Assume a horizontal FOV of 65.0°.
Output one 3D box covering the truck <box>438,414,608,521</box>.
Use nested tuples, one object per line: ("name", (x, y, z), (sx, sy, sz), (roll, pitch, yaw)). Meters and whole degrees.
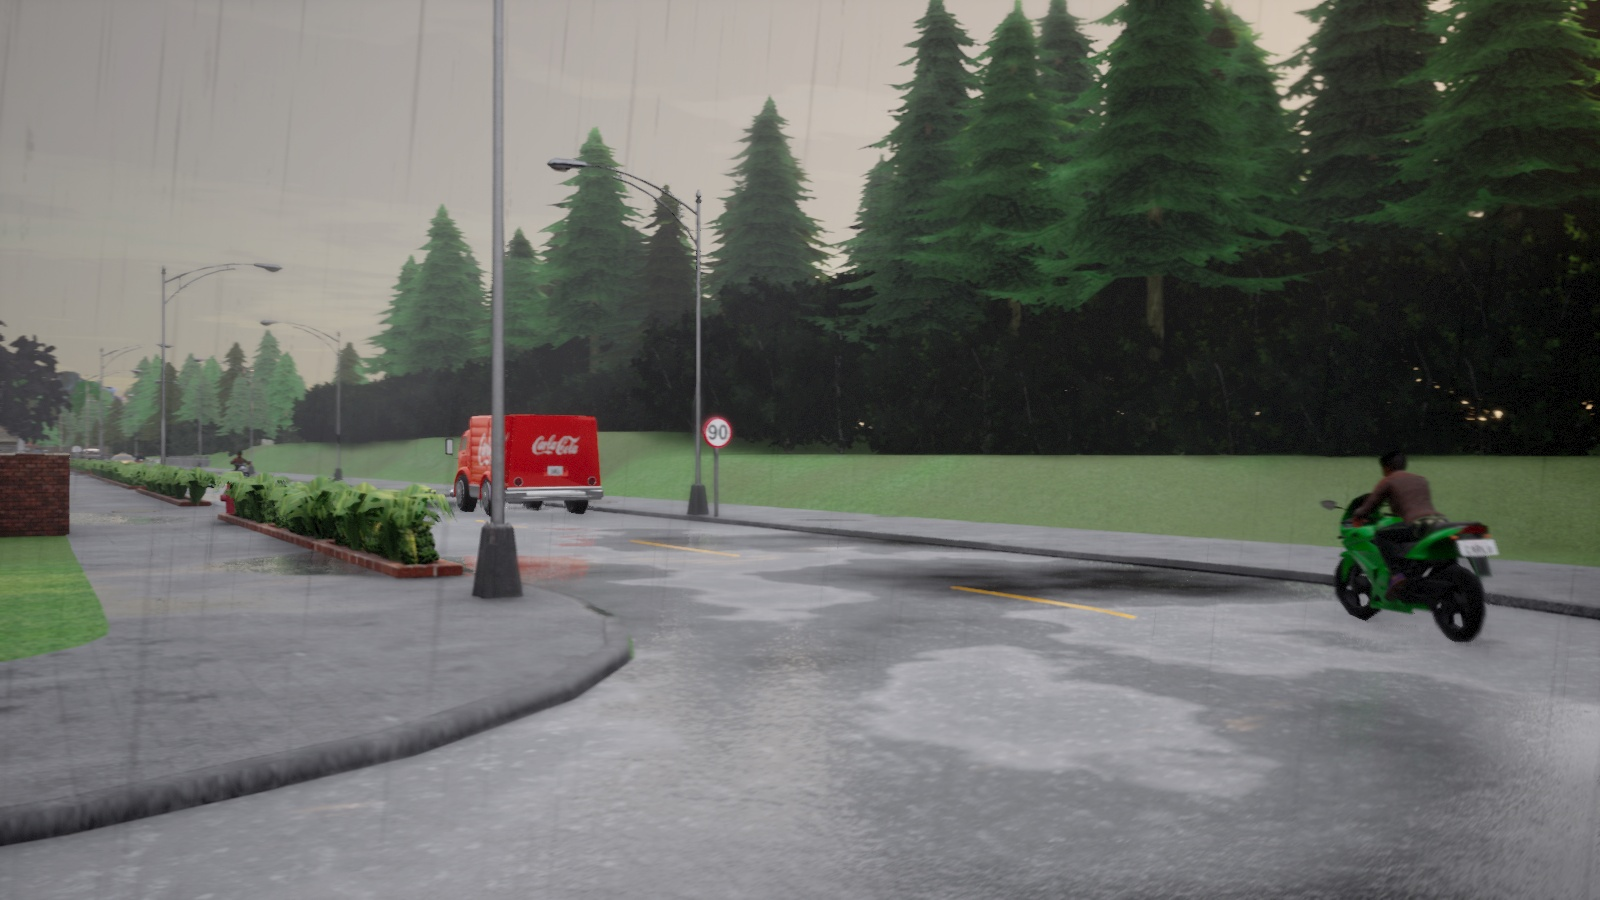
("truck", (-7.143, 0.400, 31.914), (2.627, 2.467, 5.204), (0, 0, -32))

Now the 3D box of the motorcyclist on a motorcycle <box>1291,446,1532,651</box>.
("motorcyclist on a motorcycle", (5.040, 0.747, 10.537), (0.797, 1.523, 2.044), (-2, 0, -7))

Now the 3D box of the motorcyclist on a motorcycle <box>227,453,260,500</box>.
("motorcyclist on a motorcycle", (-20.072, 0.924, 45.280), (0.766, 1.649, 2.350), (0, 0, -32))
